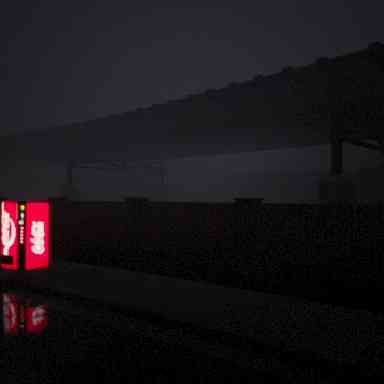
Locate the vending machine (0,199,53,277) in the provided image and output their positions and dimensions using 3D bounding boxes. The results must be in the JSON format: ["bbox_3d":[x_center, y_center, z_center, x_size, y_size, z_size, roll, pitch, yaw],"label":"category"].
[{"bbox_3d":[-4.841,1.247,9.702,0.880,2.100,1.100,0,-1,30],"label":"vending machine"}]
